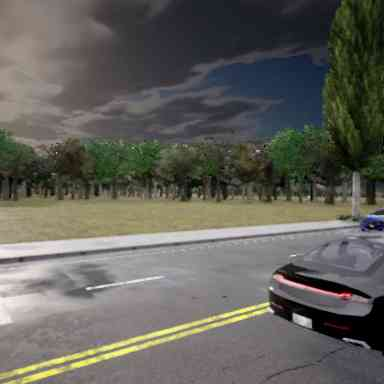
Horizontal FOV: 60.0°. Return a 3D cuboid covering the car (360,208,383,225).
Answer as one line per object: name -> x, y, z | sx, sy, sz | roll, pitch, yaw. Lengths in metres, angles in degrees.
car -> 12.288, 1.683, 20.433 | 5.008, 1.535, 1.882 | 1, 0, -35

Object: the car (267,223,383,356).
car -> 3.464, 1.550, 5.910 | 4.902, 1.511, 2.128 | 1, 0, -35
